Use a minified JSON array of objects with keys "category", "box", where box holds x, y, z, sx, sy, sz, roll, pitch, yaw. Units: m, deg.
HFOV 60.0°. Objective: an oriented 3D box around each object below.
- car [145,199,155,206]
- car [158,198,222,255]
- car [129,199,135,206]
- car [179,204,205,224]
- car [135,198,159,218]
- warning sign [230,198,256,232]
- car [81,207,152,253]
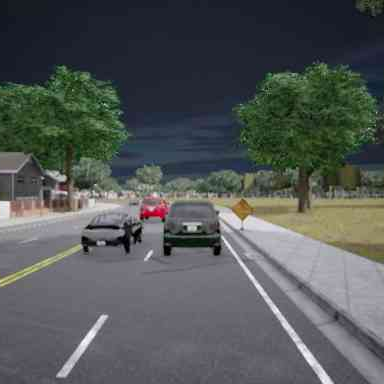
[{"category":"car","box":[-8.767,2.232,69.266,1.895,1.301,4.718,0,0,-11]},{"category":"car","box":[0.012,1.353,14.001,2.150,2.045,5.566,0,0,0]},{"category":"car","box":[-11.853,2.194,68.241,1.994,1.385,4.181,0,0,-11]},{"category":"car","box":[0.023,1.825,28.969,2.033,1.411,5.357,0,-1,0]},{"category":"car","box":[-3.227,1.495,29.014,2.150,2.045,5.566,0,0,0]},{"category":"warning sign","box":[2.878,1.299,18.970,1.300,1.860,1.060,1,0,0]},{"category":"car","box":[-3.235,1.632,14.287,2.128,1.511,4.902,0,0,0]}]
